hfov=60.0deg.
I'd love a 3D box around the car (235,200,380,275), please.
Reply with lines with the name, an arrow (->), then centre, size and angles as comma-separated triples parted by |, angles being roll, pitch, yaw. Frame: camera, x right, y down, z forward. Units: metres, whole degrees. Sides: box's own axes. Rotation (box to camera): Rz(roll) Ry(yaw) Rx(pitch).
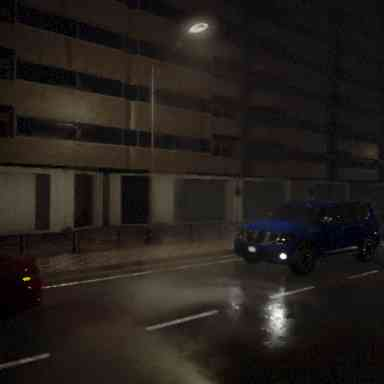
car -> 3.983, 1.286, 10.998 | 5.566, 2.045, 2.150 | 1, 0, -34

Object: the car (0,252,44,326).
car -> -4.724, 1.513, 4.886 | 4.674, 1.442, 1.812 | 1, 0, -35
